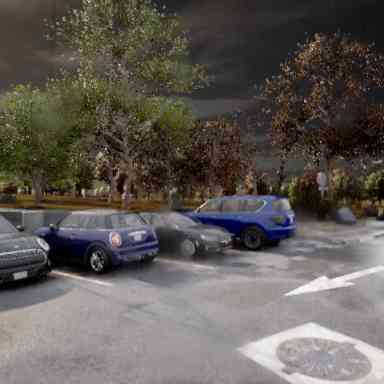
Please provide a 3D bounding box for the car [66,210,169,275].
[{"bbox_3d":[-3.286,1.345,10.638,4.553,1.767,2.185,-1,0,34],"label":"car"}]

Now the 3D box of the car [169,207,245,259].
[{"bbox_3d":[-0.851,1.459,12.417,4.892,1.521,2.231,-1,-1,34],"label":"car"}]

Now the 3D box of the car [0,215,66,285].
[{"bbox_3d":[-5.795,1.360,8.924,4.553,1.767,2.185,-1,-1,34],"label":"car"}]

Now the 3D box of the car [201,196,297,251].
[{"bbox_3d":[1.583,1.193,14.175,5.566,2.045,2.435,-1,0,35],"label":"car"}]
